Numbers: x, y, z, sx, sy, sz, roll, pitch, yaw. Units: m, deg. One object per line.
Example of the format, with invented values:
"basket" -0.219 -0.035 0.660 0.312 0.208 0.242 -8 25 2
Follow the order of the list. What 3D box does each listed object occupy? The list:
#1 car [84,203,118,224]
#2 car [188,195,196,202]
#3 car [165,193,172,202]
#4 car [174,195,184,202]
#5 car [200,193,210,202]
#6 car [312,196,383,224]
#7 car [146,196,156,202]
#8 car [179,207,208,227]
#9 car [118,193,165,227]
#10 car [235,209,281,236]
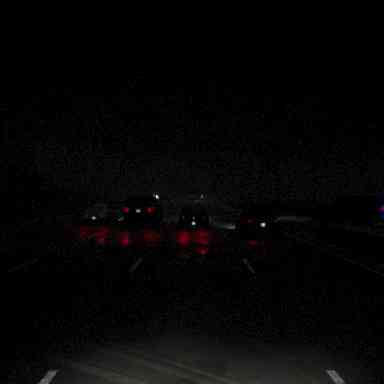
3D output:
"car" -6.894 1.602 25.643 1.812 1.442 4.674 0 0 0
"car" 0.012 1.762 85.924 1.812 1.442 4.674 0 0 0
"car" -6.988 1.459 85.400 2.150 2.045 5.566 0 0 0
"car" -3.488 1.711 85.369 1.882 1.535 5.008 0 0 0
"car" 3.512 1.762 85.924 1.812 1.442 4.674 0 0 0
"car" 12.183 1.298 25.672 2.150 2.045 5.566 0 0 -44
"car" -10.488 1.769 85.370 2.128 1.511 4.902 0 0 0
"car" 0.104 1.669 23.058 1.895 1.301 4.718 0 0 0
"car" -3.397 1.292 23.709 2.150 2.045 5.566 0 0 0
"car" 3.604 1.620 18.832 1.994 1.385 4.181 0 0 0
